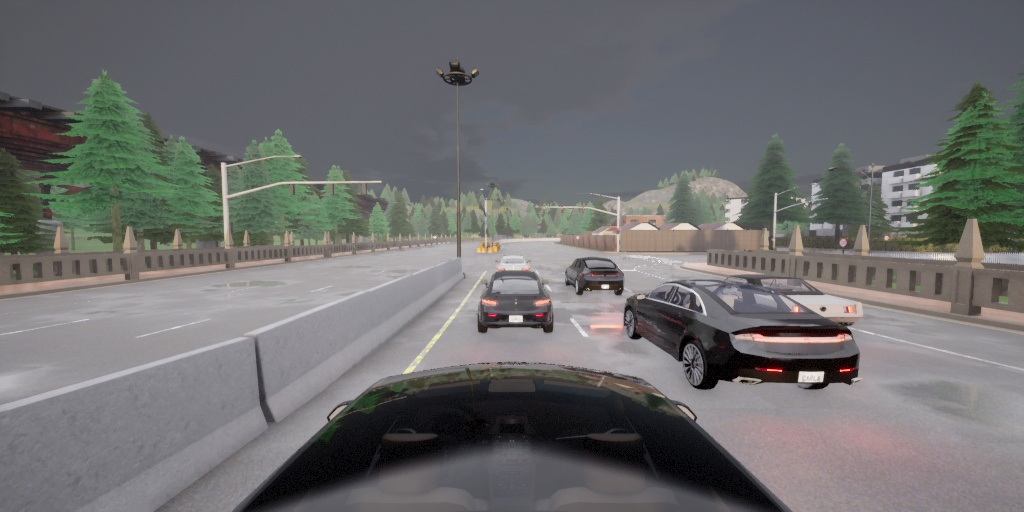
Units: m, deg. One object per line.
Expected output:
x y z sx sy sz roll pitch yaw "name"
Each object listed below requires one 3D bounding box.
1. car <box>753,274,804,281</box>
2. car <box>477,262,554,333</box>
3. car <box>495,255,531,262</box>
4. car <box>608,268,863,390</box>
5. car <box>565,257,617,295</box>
7.082 1.172 10.467 1.895 1.301 4.718 0 2 0 "car"
0.081 1.113 10.080 1.812 1.442 4.674 0 2 0 "car"
0.060 0.647 19.088 1.812 1.442 4.674 0 3 0 "car"
3.586 1.179 6.714 2.128 1.511 4.902 0 1 0 "car"
3.568 0.792 16.139 1.837 1.490 4.892 0 3 0 "car"
